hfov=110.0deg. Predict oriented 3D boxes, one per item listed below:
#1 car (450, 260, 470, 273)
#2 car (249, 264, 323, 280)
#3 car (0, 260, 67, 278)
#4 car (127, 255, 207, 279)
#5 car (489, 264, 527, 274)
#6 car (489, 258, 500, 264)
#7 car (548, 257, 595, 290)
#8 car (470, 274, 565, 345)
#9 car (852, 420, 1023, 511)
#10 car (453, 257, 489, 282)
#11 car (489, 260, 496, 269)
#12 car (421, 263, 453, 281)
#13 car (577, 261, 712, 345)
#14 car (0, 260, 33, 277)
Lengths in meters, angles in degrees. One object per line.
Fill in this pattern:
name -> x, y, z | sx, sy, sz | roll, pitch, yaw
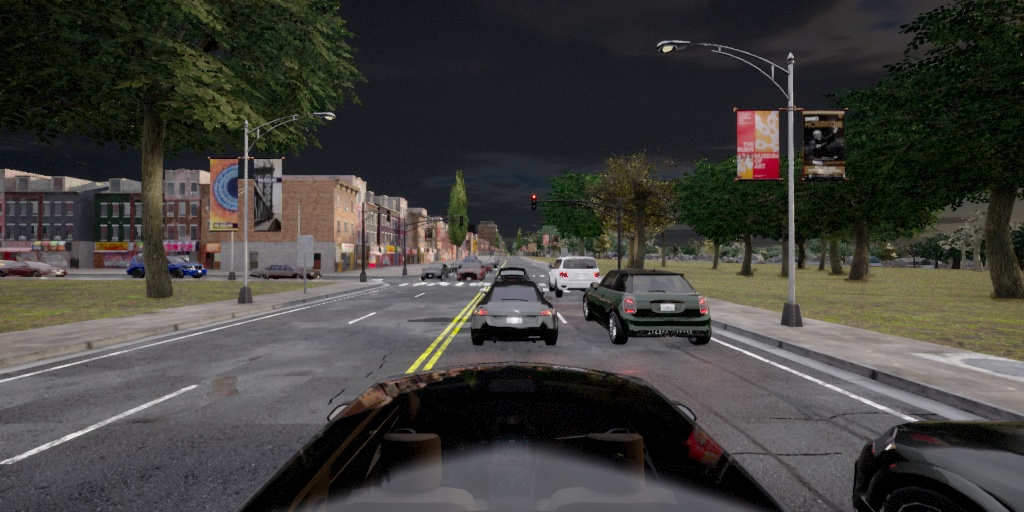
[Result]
car -> -6.678, 1.365, 46.205 | 1.837, 1.490, 4.892 | 0, 0, 0
car -> -19.426, 1.382, 30.929 | 5.357, 1.411, 2.033 | 1, 0, -3
car -> -41.496, 1.183, 30.963 | 4.674, 1.442, 1.812 | 0, 0, 0
car -> -29.741, 0.962, 30.962 | 5.566, 2.045, 2.150 | 0, 0, 0
car -> 0.014, 1.331, 18.451 | 1.837, 1.490, 4.892 | 0, 0, 0
car -> -3.434, 1.246, 58.946 | 1.882, 1.535, 5.008 | 0, 0, 0
car -> 3.264, 1.054, 19.449 | 2.150, 2.045, 5.566 | 0, 0, 0
car -> 0.061, 1.332, 9.539 | 1.994, 1.385, 4.181 | 0, 0, 0
car -> 3.341, 1.314, 0.705 | 1.994, 1.385, 4.181 | 0, 0, 0
car -> -3.400, 1.235, 30.541 | 2.097, 1.767, 4.553 | 0, 0, 0
car -> -3.428, 1.464, 45.587 | 1.895, 1.301, 4.718 | 0, 0, 0
car -> -6.654, 1.392, 31.526 | 1.837, 1.490, 4.892 | 0, 0, 0
car -> 3.313, 1.121, 9.736 | 2.097, 1.767, 4.553 | 0, 0, 0
car -> -48.963, 1.118, 33.837 | 5.008, 1.535, 1.882 | 0, 0, 0
